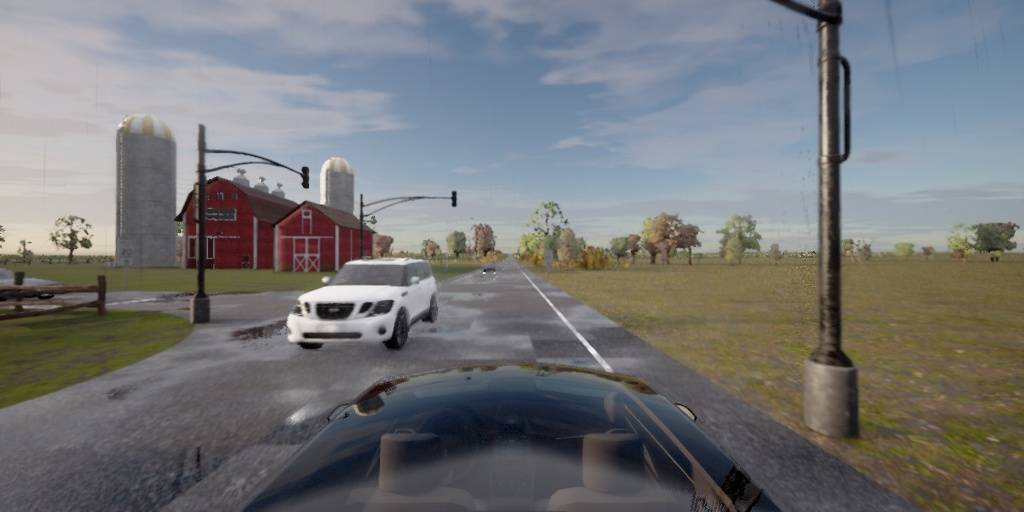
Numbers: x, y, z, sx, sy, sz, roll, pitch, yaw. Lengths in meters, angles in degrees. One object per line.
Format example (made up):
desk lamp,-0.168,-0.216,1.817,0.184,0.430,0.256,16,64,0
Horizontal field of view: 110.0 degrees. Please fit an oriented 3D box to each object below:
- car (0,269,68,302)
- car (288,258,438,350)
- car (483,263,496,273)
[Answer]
car,-22.929,1.269,15.598,5.357,1.411,2.033,1,0,0
car,-3.502,1.074,9.717,2.150,2.045,5.566,0,0,0
car,-3.545,1.840,57.155,1.837,1.490,4.892,0,0,0
